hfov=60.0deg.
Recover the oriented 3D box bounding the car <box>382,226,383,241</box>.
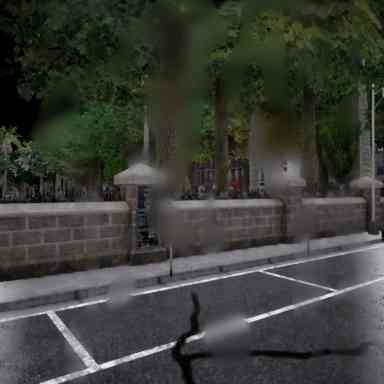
[{"bbox_3d":[9.735,1.310,13.479,5.009,1.841,2.192,0,0,-36],"label":"car"}]
